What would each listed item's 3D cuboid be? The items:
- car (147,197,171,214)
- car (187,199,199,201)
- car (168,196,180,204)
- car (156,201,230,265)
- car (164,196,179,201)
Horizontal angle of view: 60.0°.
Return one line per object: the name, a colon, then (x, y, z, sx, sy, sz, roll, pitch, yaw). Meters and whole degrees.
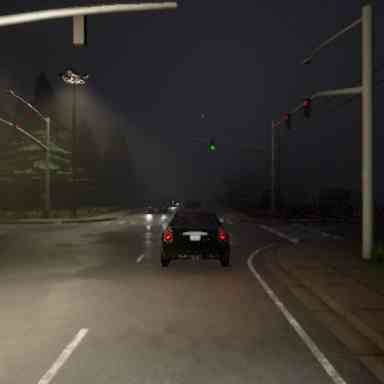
car: (-3.588, 1.539, 35.553, 1.812, 1.442, 4.674, 0, 0, 0)
car: (0.105, 1.517, 34.700, 1.837, 1.490, 4.892, 0, 0, 0)
car: (-3.490, 1.568, 66.084, 2.033, 1.411, 5.357, 0, 0, 0)
car: (0.098, 1.352, 11.792, 2.097, 1.767, 4.553, 0, 0, 0)
car: (-3.566, 1.370, 50.607, 2.097, 1.767, 4.553, 0, 0, 0)
